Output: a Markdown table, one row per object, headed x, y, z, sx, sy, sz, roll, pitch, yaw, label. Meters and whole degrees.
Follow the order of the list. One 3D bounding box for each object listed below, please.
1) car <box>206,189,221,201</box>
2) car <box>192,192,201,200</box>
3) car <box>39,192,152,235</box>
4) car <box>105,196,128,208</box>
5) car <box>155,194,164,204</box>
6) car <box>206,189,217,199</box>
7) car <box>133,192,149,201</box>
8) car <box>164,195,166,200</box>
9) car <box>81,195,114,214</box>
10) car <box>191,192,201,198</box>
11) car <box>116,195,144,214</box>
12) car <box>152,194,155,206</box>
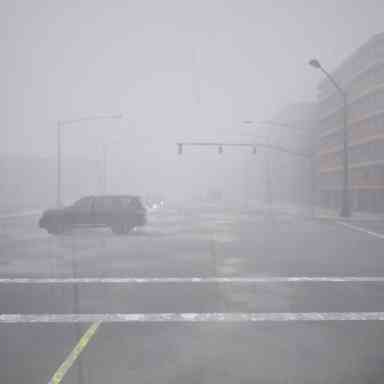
| x | y | z | sx | sy | sz | roll | pitch | yaw | label |
| --- | --- | --- | --- | --- | --- | --- | --- | --- | --- |
| 4.478 | 0.593 | 65.100 | 2.150 | 2.045 | 5.566 | 0 | 1 | 0 | car |
| 0.880 | 0.959 | 65.843 | 1.895 | 1.301 | 4.718 | 0 | 1 | 0 | car |
| -5.183 | 1.187 | 17.944 | 5.566 | 2.045 | 2.150 | 0 | 0 | -1 | car |
| -9.793 | 1.314 | 43.557 | 1.994 | 1.385 | 4.181 | 0 | 1 | 0 | car |
| -6.250 | 1.062 | 53.846 | 2.128 | 1.511 | 4.902 | 0 | 1 | 0 | car |
| 4.412 | 0.428 | 75.716 | 2.150 | 2.045 | 5.566 | 0 | 1 | 0 | car |
| -9.679 | 0.895 | 63.251 | 2.128 | 1.511 | 4.902 | 0 | 1 | 1 | car |
| -6.174 | 0.993 | 63.920 | 1.895 | 1.301 | 4.718 | 0 | 1 | 1 | car |
| -9.821 | 1.225 | 34.915 | 2.097 | 1.767 | 4.553 | 0 | 1 | 0 | car |
| 0.912 | 0.649 | 75.820 | 2.033 | 1.411 | 5.357 | 0 | 1 | 0 | car |
| -6.323 | 1.226 | 34.571 | 2.097 | 1.767 | 4.553 | 0 | 1 | 0 | car |
| -6.293 | 1.277 | 43.453 | 1.812 | 1.442 | 4.674 | 0 | 1 | 0 | car |
